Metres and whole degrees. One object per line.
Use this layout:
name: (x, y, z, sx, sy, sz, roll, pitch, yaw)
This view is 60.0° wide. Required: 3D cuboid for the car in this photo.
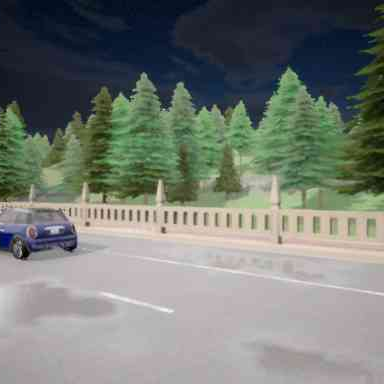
car: (-6.505, 1.405, 12.858, 4.553, 1.767, 2.097, 0, 0, 36)
